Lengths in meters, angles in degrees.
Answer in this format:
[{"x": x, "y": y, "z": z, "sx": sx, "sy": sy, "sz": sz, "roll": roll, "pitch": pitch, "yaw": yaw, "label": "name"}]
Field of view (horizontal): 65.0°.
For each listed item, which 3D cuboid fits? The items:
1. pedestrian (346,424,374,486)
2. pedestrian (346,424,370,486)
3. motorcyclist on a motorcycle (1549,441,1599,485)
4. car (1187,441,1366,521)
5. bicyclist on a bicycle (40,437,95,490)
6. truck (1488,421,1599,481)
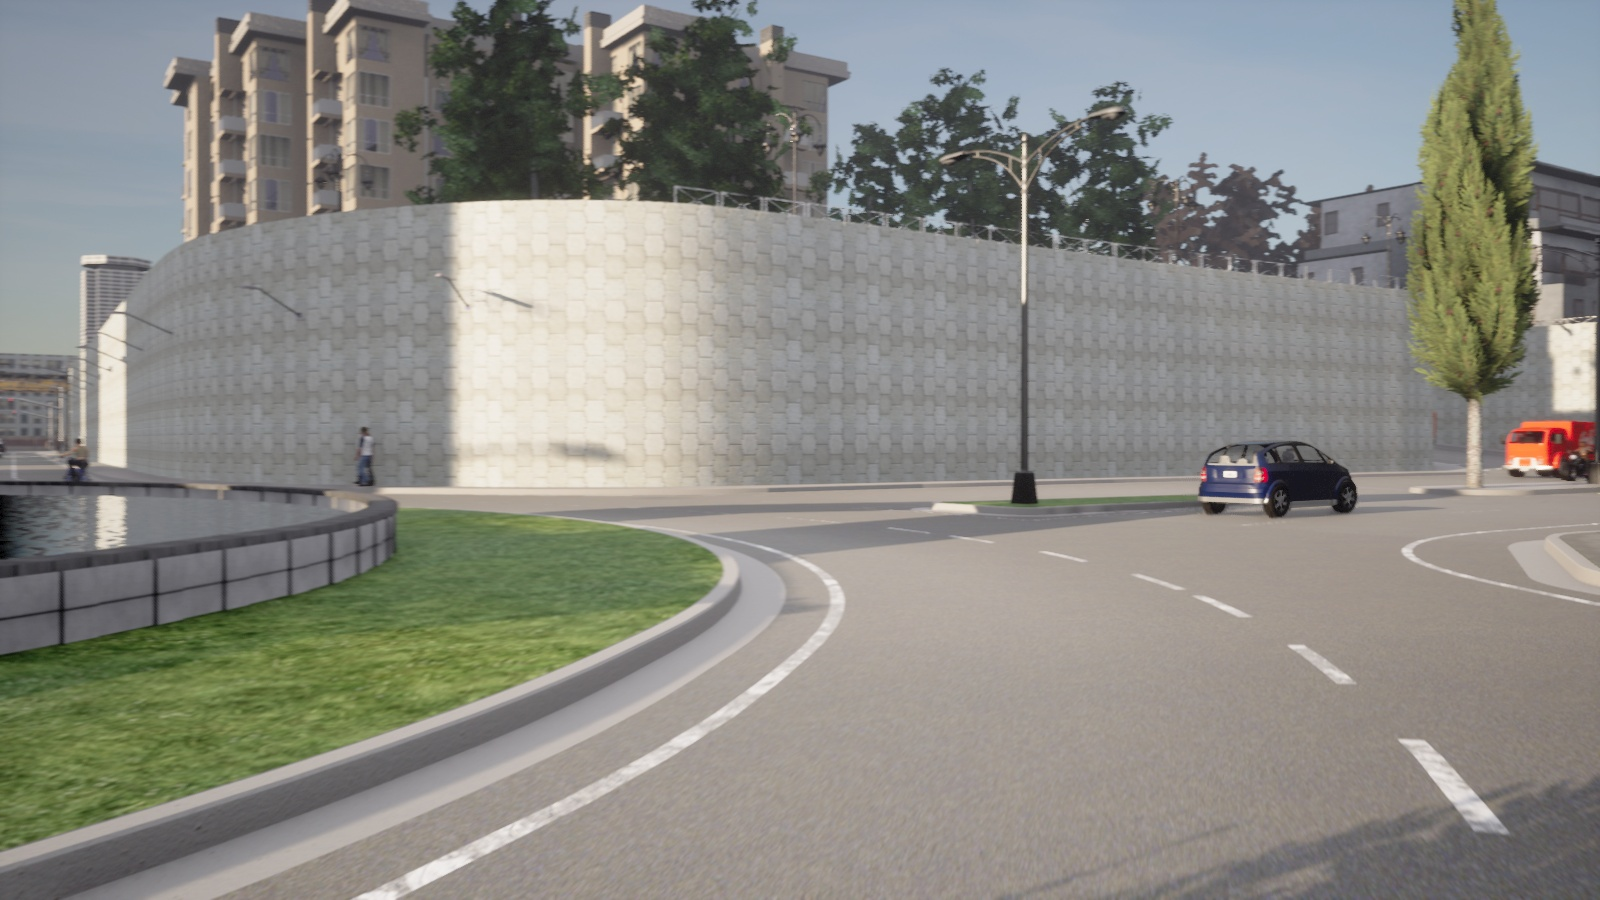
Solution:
[{"x": -13.096, "y": 0.153, "z": 37.380, "sx": 0.706, "sy": 1.836, "sz": 0.354, "roll": 0, "pitch": 0, "yaw": 21, "label": "pedestrian"}, {"x": -13.375, "y": 0.149, "z": 37.995, "sx": 0.636, "sy": 1.846, "sz": 0.331, "roll": 0, "pitch": 0, "yaw": 18, "label": "pedestrian"}, {"x": 30.249, "y": 0.492, "z": 49.045, "sx": 2.350, "sy": 1.649, "sz": 0.766, "roll": 0, "pitch": 1, "yaw": -33, "label": "motorcyclist on a motorcycle"}, {"x": 10.005, "y": 0.599, "z": 26.286, "sx": 3.705, "sy": 1.549, "sz": 1.789, "roll": 0, "pitch": 0, "yaw": -37, "label": "car"}, {"x": -22.469, "y": 0.404, "z": 38.540, "sx": 1.509, "sy": 1.612, "sz": 0.866, "roll": 0, "pitch": 0, "yaw": 33, "label": "bicyclist on a bicycle"}, {"x": 32.698, "y": 0.028, "z": 54.754, "sx": 5.204, "sy": 2.467, "sz": 2.627, "roll": 0, "pitch": 0, "yaw": -33, "label": "truck"}]
